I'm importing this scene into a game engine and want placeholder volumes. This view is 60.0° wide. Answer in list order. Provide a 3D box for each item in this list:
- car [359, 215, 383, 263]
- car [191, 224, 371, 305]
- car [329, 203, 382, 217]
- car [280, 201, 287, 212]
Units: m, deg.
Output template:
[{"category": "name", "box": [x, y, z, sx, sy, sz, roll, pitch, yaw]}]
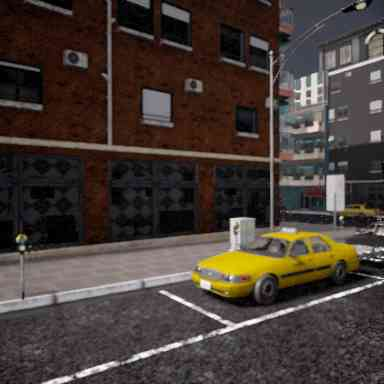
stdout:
[{"category": "car", "box": [6.983, 1.668, 11.567, 4.403, 1.369, 2.008, 1, -1, -36]}, {"category": "car", "box": [2.237, 1.587, 8.176, 4.829, 1.417, 1.752, 1, -1, -36]}, {"category": "car", "box": [16.146, 1.811, 33.091, 1.752, 1.417, 4.829, -1, 0, -36]}, {"category": "car", "box": [9.794, 1.753, 41.947, 1.967, 1.590, 4.097, -1, 0, -36]}]
